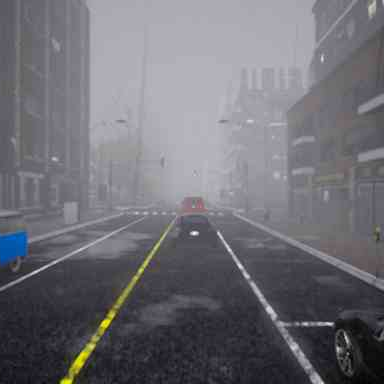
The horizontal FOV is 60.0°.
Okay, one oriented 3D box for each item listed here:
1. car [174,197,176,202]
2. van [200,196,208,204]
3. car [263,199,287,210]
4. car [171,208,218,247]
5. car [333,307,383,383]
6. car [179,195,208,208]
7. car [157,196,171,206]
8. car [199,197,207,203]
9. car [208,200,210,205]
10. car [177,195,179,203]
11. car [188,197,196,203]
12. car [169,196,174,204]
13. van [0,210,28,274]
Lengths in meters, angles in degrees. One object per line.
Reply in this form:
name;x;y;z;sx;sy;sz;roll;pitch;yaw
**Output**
car;-5.665;1.835;80.151;2.192;1.841;5.009;0;0;0
van;2.714;1.818;74.518;1.690;1.788;3.998;0;0;0
car;13.480;1.908;50.931;5.009;1.841;2.192;1;-2;-1
car;0.104;1.651;15.441;1.994;1.385;4.181;0;0;0
car;2.695;1.581;2.547;1.947;1.339;4.313;0;0;0
car;0.083;1.407;31.840;2.150;2.045;5.566;0;0;-1
car;-5.670;1.962;63.258;1.947;1.339;4.313;0;0;0
car;2.716;2.002;85.777;1.967;1.590;4.097;0;0;0
car;2.712;1.981;68.886;1.887;1.381;4.507;0;0;0
car;-2.975;1.811;89.479;2.150;2.045;5.566;0;0;0
car;0.025;2.153;91.104;1.994;1.385;4.181;0;0;0
car;-5.667;2.002;74.350;1.752;1.417;4.829;0;0;0
van;-5.683;1.387;8.210;1.690;1.788;3.998;0;0;0
